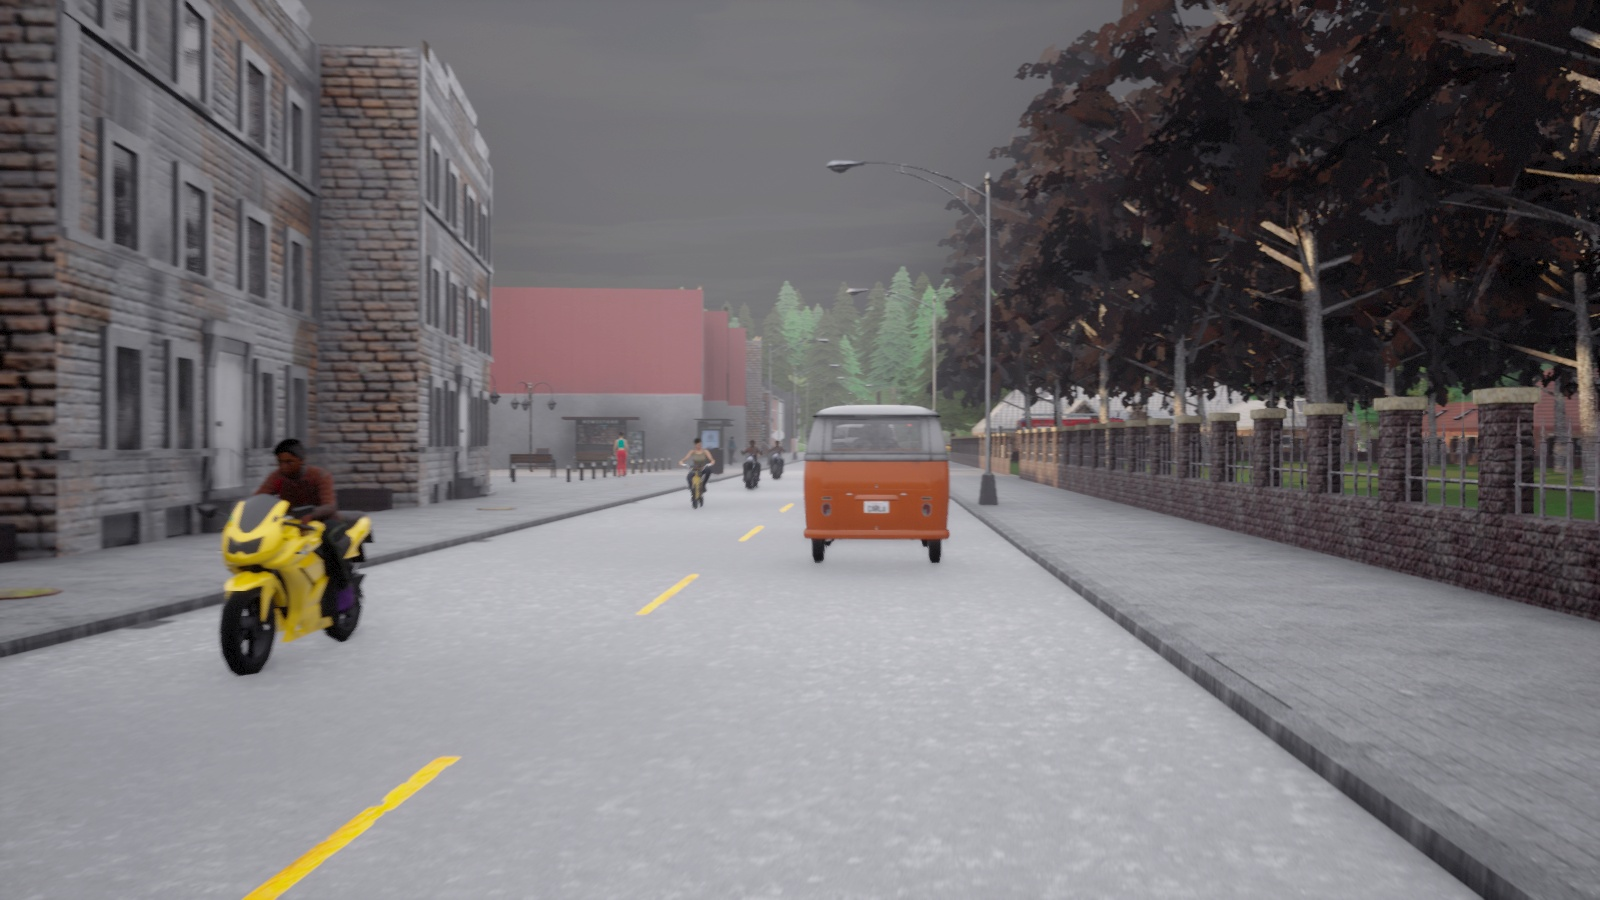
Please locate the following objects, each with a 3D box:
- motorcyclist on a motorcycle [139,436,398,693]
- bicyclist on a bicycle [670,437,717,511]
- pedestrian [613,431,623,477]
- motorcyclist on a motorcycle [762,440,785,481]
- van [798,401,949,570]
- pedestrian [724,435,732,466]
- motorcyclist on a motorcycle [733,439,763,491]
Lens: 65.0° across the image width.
[{"bbox_3d":[-3.495,0.676,8.507,0.797,1.523,2.044,0,0,3],"label":"motorcyclist on a motorcycle"},{"bbox_3d":[-2.385,0.519,28.236,0.866,1.612,1.509,0,0,3],"label":"bicyclist on a bicycle"},{"bbox_3d":[-7.303,0.160,50.394,0.345,1.836,0.594,0,0,0],"label":"pedestrian"},{"bbox_3d":[-1.068,0.405,51.214,0.766,1.649,2.350,0,1,3],"label":"motorcyclist on a motorcycle"},{"bbox_3d":[0.992,0.404,17.006,1.775,1.987,4.442,0,0,3],"label":"van"},{"bbox_3d":[-4.451,0.007,78.064,0.396,1.930,0.692,0,0,5],"label":"pedestrian"},{"bbox_3d":[-1.672,0.463,40.741,0.766,1.649,2.350,0,1,3],"label":"motorcyclist on a motorcycle"}]
